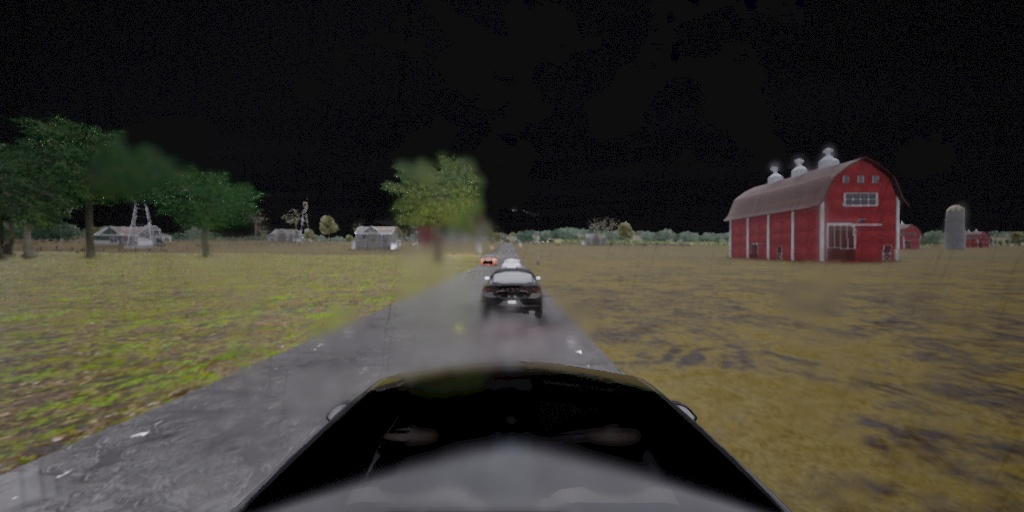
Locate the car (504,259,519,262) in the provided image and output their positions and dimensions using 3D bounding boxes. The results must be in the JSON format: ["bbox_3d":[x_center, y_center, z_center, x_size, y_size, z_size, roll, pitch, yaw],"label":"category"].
[{"bbox_3d":[-0.040,0.985,31.730,1.812,1.442,4.674,0,1,0],"label":"car"}]

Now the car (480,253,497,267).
[{"bbox_3d":[-3.029,0.448,47.158,2.097,1.767,4.553,0,2,0],"label":"car"}]

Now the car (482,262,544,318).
[{"bbox_3d":[0.029,1.149,12.699,1.882,1.535,5.008,0,1,0],"label":"car"}]
